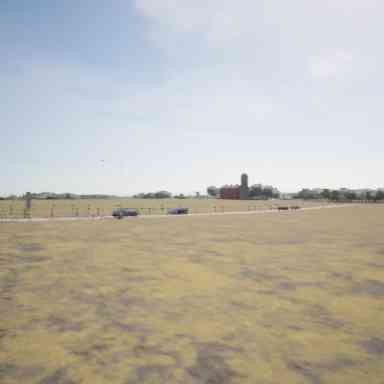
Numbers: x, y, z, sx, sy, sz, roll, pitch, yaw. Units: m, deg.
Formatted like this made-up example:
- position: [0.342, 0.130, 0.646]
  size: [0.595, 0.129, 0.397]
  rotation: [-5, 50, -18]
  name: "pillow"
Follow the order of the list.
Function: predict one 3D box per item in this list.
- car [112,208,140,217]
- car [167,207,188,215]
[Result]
- position: [-9.341, 2.919, 47.570]
  size: [1.994, 1.385, 4.181]
  rotation: [-1, -3, 35]
  name: "car"
- position: [-2.670, 3.470, 61.837]
  size: [2.128, 1.511, 4.902]
  rotation: [-1, -3, 35]
  name: "car"
